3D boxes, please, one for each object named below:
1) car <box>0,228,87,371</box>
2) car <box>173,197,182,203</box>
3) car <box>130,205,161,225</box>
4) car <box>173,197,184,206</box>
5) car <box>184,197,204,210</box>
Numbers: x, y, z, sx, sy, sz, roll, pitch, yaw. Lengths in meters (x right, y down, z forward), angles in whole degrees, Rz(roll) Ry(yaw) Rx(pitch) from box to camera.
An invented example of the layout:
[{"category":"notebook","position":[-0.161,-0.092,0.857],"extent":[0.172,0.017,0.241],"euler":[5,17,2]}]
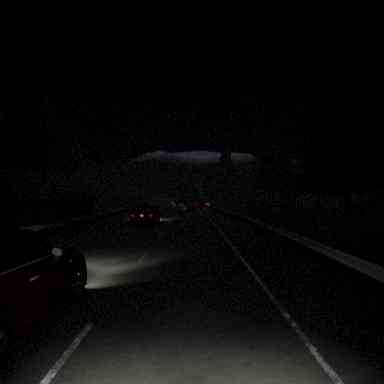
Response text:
[{"category":"car","position":[-3.403,1.386,5.634],"extent":[2.097,1.767,4.553],"euler":[0,0,0]},{"category":"car","position":[-3.542,1.827,79.728],"extent":[2.033,1.411,5.357],"euler":[0,0,-6]},{"category":"car","position":[-3.470,1.698,25.308],"extent":[2.033,1.411,5.357],"euler":[0,0,-1]},{"category":"car","position":[-2.105,1.737,64.795],"extent":[2.097,1.767,4.553],"euler":[0,0,-6]},{"category":"car","position":[0.430,1.630,47.018],"extent":[2.097,1.767,4.553],"euler":[0,0,-3]}]
